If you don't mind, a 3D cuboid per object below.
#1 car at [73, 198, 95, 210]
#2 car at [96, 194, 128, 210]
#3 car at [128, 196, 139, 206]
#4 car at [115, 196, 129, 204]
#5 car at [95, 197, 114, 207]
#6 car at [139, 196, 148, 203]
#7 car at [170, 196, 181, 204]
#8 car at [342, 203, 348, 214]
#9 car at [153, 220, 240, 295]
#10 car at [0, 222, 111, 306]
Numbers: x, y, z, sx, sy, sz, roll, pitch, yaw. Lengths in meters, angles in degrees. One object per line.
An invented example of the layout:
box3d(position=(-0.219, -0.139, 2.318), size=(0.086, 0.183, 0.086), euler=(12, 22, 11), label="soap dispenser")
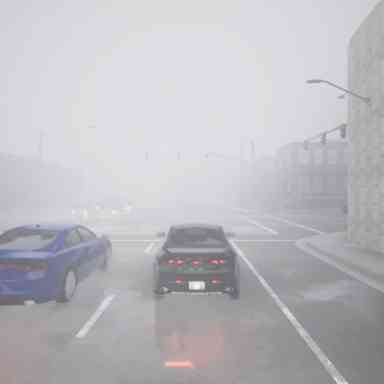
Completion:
box3d(position=(-13.966, 1.530, 43.339), size=(1.812, 1.442, 4.674), euler=(0, 0, 0), label="car")
box3d(position=(-10.470, 1.226, 44.025), size=(2.150, 2.045, 5.566), euler=(0, 0, 0), label="car")
box3d(position=(-10.436, 1.497, 53.997), size=(2.128, 1.511, 4.902), euler=(0, 0, 0), label="car")
box3d(position=(-13.829, 1.533, 66.056), size=(1.812, 1.442, 4.674), euler=(0, 0, 1), label="car")
box3d(position=(-13.939, 1.569, 53.296), size=(1.994, 1.385, 4.181), euler=(0, 0, 0), label="car")
box3d(position=(-10.305, 1.484, 68.644), size=(1.882, 1.535, 5.008), euler=(0, 0, 0), label="car")
box3d(position=(-3.211, 1.484, 65.950), size=(1.882, 1.535, 5.008), euler=(0, 0, 0), label="car")
box3d(position=(14.995, 1.018, 27.474), size=(5.008, 1.535, 1.882), euler=(-5, 0, 0), label="car")
box3d(position=(0.105, 1.507, 8.712), size=(1.837, 1.490, 4.892), euler=(0, 0, 0), label="car")
box3d(position=(-3.399, 1.478, 8.181), size=(1.882, 1.535, 5.008), euler=(0, 0, 0), label="car")
